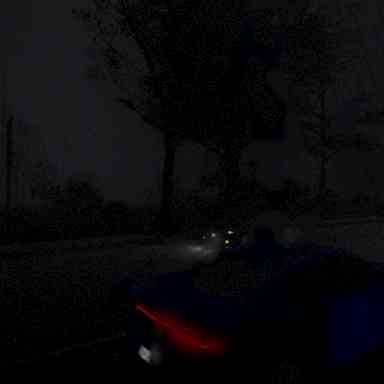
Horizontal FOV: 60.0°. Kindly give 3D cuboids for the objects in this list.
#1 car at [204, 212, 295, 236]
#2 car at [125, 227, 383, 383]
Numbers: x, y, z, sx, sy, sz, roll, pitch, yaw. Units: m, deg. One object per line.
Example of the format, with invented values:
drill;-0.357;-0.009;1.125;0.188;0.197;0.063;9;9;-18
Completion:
car;2.543;1.553;14.210;4.181;1.385;1.994;0;0;-34
car;1.551;1.474;4.786;5.008;1.535;1.882;0;0;-35
